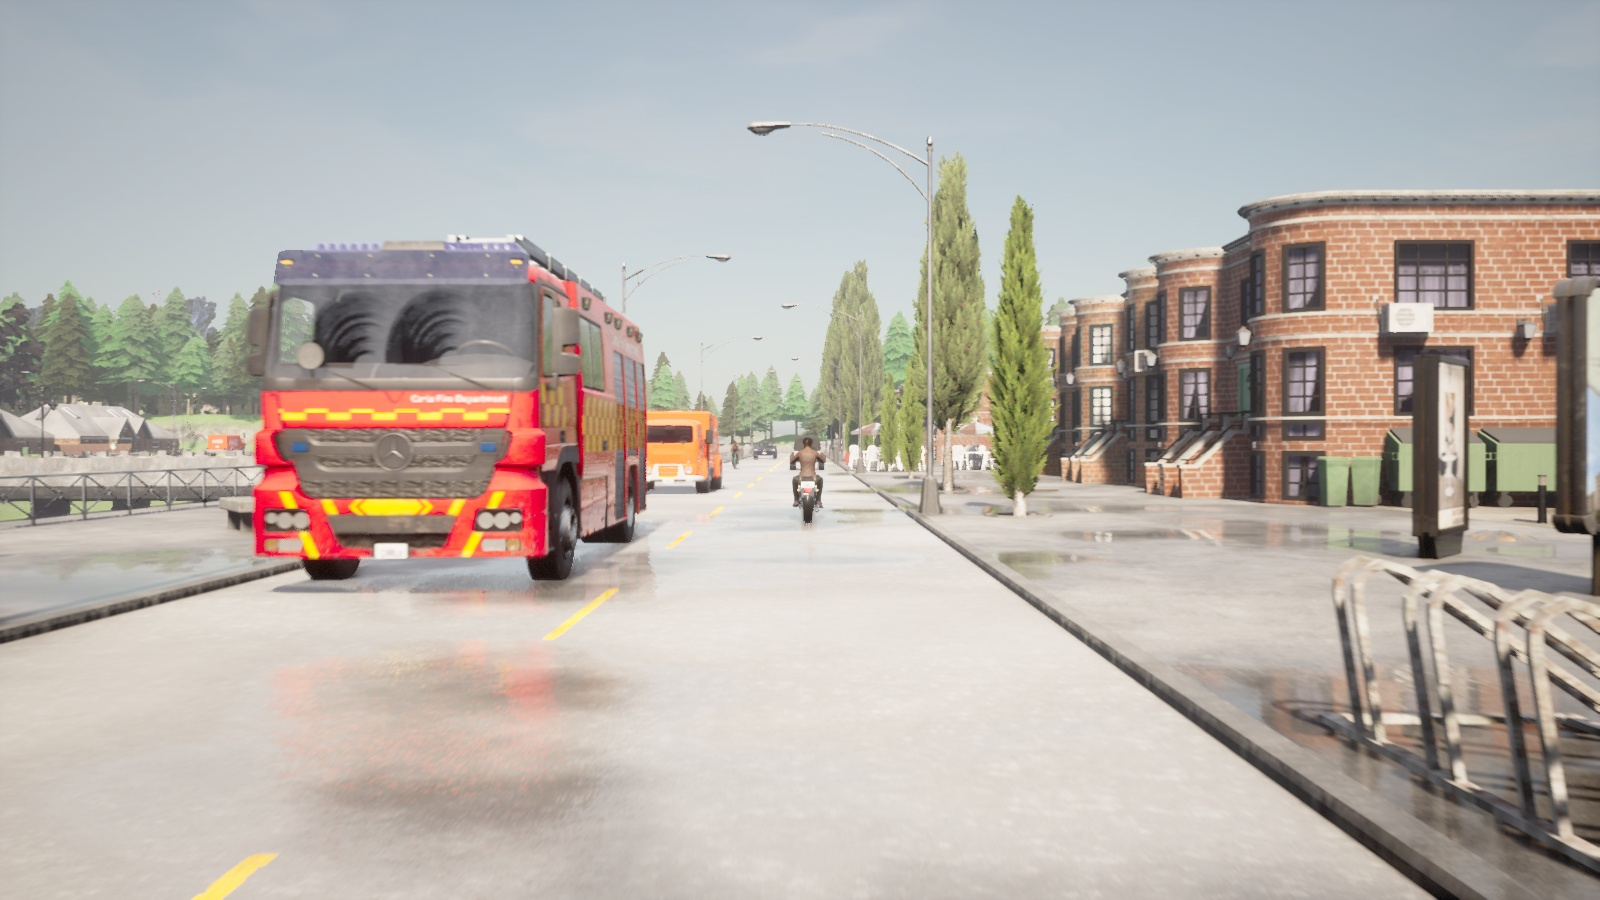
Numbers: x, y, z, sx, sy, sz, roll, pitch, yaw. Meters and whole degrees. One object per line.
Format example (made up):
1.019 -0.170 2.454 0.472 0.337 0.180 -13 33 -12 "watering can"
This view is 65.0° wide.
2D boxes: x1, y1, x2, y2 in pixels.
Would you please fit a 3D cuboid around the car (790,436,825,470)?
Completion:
0.403 0.149 69.924 1.905 1.878 3.866 0 0 0 "car"

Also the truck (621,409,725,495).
-3.770 0.040 38.422 2.627 2.467 5.204 0 0 0 "truck"

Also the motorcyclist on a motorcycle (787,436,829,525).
0.151 0.560 24.349 0.766 1.649 2.350 0 0 0 "motorcyclist on a motorcycle"

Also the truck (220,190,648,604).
-3.896 -0.511 15.851 2.891 3.827 8.468 0 0 0 "truck"
